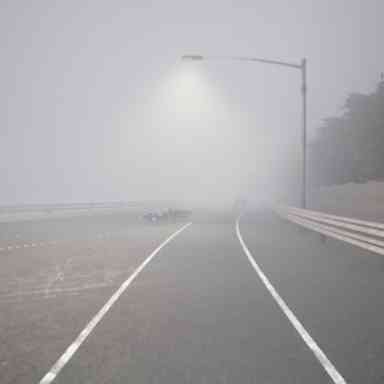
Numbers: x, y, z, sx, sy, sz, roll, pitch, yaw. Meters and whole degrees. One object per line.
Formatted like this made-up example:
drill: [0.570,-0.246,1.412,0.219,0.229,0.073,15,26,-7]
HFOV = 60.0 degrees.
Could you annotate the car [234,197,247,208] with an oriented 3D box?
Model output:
car: [8.247,1.676,56.503,2.097,1.767,4.553,0,0,10]

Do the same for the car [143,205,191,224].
car: [-1.831,1.717,26.476,1.895,1.301,4.718,0,0,27]
